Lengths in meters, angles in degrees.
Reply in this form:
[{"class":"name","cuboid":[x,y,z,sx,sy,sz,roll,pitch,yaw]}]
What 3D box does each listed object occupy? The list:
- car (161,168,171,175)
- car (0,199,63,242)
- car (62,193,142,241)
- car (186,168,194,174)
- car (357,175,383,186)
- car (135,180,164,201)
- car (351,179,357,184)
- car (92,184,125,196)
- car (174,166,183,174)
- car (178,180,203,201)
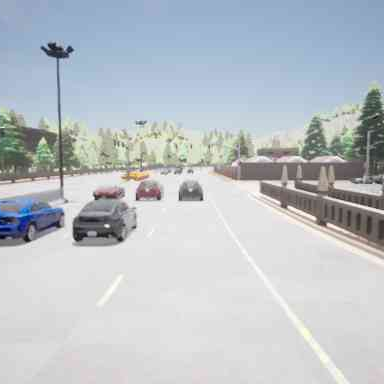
[{"class":"car","cuboid":[-7.450,-5.425,90.534,1.895,1.301,4.718,0,5,0]},{"class":"car","cuboid":[-7.026,1.037,14.042,1.882,1.535,5.008,0,4,0]},{"class":"car","cuboid":[-3.526,1.067,14.062,1.837,1.490,4.892,0,3,0]},{"class":"car","cuboid":[-0.466,-5.753,93.442,1.837,1.490,4.892,0,5,0]},{"class":"car","cuboid":[25.684,-1.516,44.919,4.902,1.511,2.128,0,5,1]},{"class":"car","cuboid":[-3.609,-0.290,28.955,2.097,1.767,4.553,0,5,0]},{"class":"car","cuboid":[25.744,-1.684,48.417,4.718,1.301,1.895,0,5,1]},{"class":"car","cuboid":[-7.109,-0.045,29.017,1.895,1.301,4.718,0,5,0]},{"class":"car","cuboid":[-3.966,-5.773,93.421,1.882,1.535,5.008,0,5,0]},{"class":"car","cuboid":[-0.109,-0.291,28.974,2.097,1.767,4.553,0,5,0]}]
